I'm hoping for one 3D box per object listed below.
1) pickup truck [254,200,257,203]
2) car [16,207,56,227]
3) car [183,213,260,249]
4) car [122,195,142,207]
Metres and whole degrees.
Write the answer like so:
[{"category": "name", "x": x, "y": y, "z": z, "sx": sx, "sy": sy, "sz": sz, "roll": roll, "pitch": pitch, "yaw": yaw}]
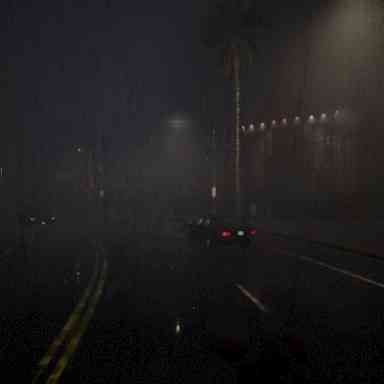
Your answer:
[{"category": "pickup truck", "x": 9.919, "y": 1.474, "z": 41.210, "sx": 2.390, "sy": 2.098, "sz": 6.274, "roll": -1, "pitch": -1, "yaw": 39}, {"category": "car", "x": -12.059, "y": 1.823, "z": 25.447, "sx": 2.033, "sy": 1.411, "sz": 5.357, "roll": 0, "pitch": -1, "yaw": -38}, {"category": "car", "x": 1.133, "y": 1.698, "z": 15.513, "sx": 2.033, "sy": 1.411, "sz": 5.357, "roll": 0, "pitch": -1, "yaw": -19}, {"category": "car", "x": -11.262, "y": 1.856, "z": 58.947, "sx": 4.553, "sy": 1.767, "sz": 2.185, "roll": -1, "pitch": -1, "yaw": 39}]
